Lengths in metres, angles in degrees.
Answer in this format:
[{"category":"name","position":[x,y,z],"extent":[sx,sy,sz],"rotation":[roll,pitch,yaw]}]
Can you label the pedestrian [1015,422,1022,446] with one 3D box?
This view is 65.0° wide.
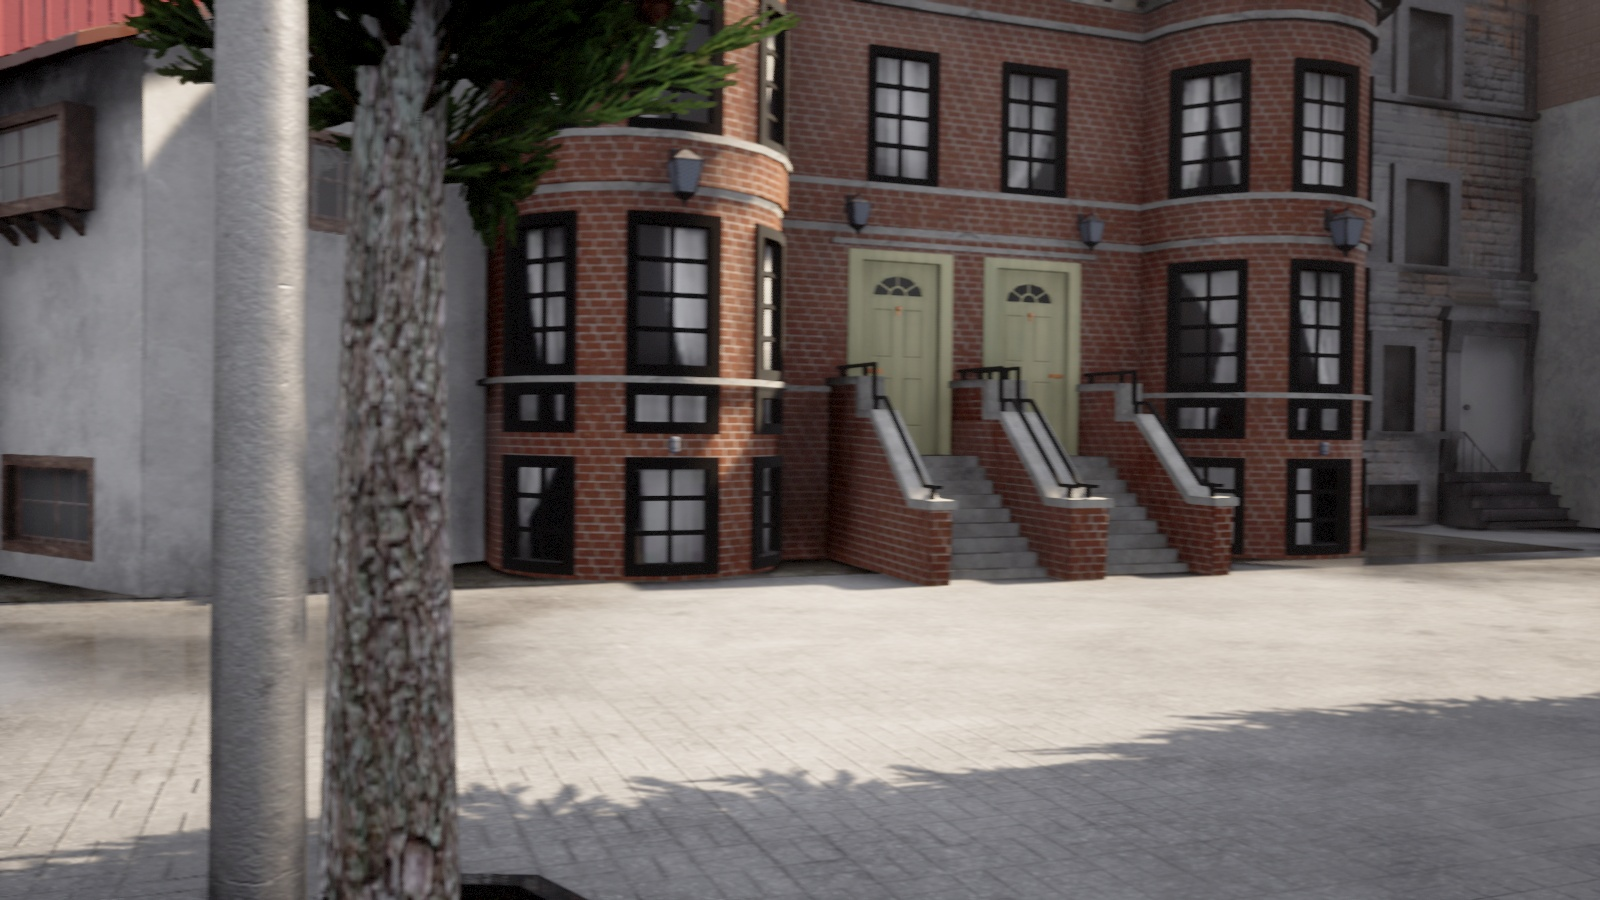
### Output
[{"category":"pedestrian","position":[16.241,-1.187,93.342],"extent":[0.345,1.836,0.594],"rotation":[-1,1,-7]}]
